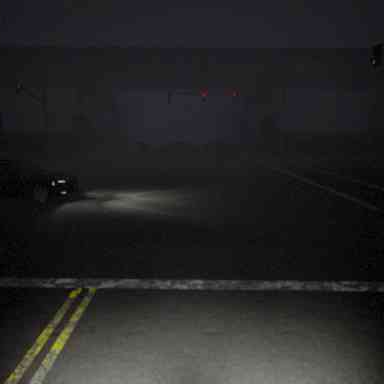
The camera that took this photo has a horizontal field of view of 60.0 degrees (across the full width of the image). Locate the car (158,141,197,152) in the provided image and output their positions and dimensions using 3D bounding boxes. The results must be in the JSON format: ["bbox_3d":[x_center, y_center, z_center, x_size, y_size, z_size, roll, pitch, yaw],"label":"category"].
[{"bbox_3d":[-1.792,-5.823,41.964,4.536,1.218,1.853,-7,12,-35],"label":"car"}]

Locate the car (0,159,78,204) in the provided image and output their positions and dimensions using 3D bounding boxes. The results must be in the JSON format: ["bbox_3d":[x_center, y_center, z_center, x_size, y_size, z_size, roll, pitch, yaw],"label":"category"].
[{"bbox_3d":[-6.910,-0.489,12.573,5.008,1.535,1.882,0,10,1],"label":"car"}]

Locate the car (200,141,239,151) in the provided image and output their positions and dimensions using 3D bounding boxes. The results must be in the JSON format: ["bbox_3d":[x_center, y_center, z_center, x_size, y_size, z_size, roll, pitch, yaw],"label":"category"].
[{"bbox_3d":[3.504,-5.945,42.618,4.536,1.218,1.853,6,11,29],"label":"car"}]

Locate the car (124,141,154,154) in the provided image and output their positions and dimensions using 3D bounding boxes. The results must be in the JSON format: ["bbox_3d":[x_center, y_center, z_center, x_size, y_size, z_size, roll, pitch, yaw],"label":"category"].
[{"bbox_3d":[-6.441,-5.671,42.053,4.974,1.542,2.038,10,14,44],"label":"car"}]

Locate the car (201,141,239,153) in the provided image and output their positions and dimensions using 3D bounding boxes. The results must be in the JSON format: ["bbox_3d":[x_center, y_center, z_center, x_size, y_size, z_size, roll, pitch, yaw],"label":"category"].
[{"bbox_3d":[3.549,-5.786,42.619,4.974,1.542,2.038,6,11,29],"label":"car"}]

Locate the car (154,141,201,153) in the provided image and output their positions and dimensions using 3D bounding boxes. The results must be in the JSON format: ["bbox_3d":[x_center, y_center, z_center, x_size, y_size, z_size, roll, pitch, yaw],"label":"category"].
[{"bbox_3d":[-1.834,-5.663,41.961,4.974,1.542,2.038,-7,12,-35],"label":"car"}]

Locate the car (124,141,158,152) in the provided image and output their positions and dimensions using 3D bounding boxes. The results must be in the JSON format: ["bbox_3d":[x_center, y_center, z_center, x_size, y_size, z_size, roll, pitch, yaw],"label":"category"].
[{"bbox_3d":[-6.478,-5.833,42.062,4.536,1.218,1.853,10,14,44],"label":"car"}]
